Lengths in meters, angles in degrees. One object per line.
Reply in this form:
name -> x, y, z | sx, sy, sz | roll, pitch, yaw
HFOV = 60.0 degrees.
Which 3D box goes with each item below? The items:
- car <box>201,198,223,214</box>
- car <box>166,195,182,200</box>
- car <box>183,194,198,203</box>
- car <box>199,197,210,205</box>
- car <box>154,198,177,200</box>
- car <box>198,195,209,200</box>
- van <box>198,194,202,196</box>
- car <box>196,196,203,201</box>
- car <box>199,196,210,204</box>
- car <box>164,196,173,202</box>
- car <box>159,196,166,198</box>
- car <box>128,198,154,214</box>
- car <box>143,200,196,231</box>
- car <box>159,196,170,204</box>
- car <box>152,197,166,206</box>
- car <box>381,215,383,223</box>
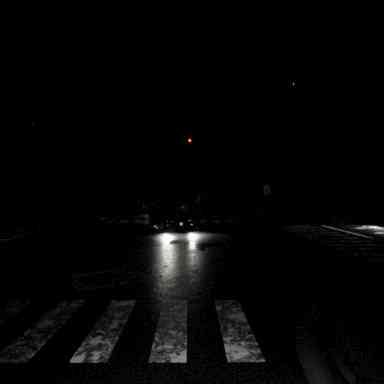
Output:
car -> 2.340, 1.606, 36.194 | 1.947, 1.339, 4.313 | 0, 0, 0
car -> -3.111, 1.641, 55.680 | 1.994, 1.385, 4.181 | 0, 0, 0
car -> -0.259, 1.661, 63.761 | 1.994, 1.385, 4.181 | 0, 0, 0
car -> 2.377, 1.647, 63.749 | 2.008, 1.369, 4.403 | 0, 0, 0
car -> -3.145, 1.645, 38.595 | 1.895, 1.301, 4.718 | 0, 0, 0
car -> 2.362, 1.637, 52.728 | 1.947, 1.339, 4.313 | 0, 0, 0
van -> 2.370, 1.424, 58.238 | 1.690, 1.788, 3.998 | 0, 0, 0
car -> 2.003, 1.698, 90.163 | 1.812, 1.442, 4.674 | 0, 0, 0
car -> 2.355, 1.641, 47.217 | 1.802, 1.307, 4.206 | 0, 0, 0
car -> -5.625, 1.694, 80.292 | 2.008, 1.369, 4.403 | 0, 0, 0
car -> -5.662, 1.653, 52.738 | 1.802, 1.307, 4.206 | 0, 0, 0
car -> -5.685, 1.480, 36.206 | 1.967, 1.590, 4.097 | 0, 0, 0
car -> -1.449, 1.517, 20.903 | 1.837, 1.490, 4.892 | -1, 1, -21
car -> -5.640, 1.552, 69.271 | 1.967, 1.590, 4.097 | 0, 0, 0
car -> -5.655, 1.634, 58.249 | 2.008, 1.369, 4.403 | 0, 0, 0
car -> 14.185, 1.511, 20.715 | 4.181, 1.385, 1.994 | 0, 0, 0
